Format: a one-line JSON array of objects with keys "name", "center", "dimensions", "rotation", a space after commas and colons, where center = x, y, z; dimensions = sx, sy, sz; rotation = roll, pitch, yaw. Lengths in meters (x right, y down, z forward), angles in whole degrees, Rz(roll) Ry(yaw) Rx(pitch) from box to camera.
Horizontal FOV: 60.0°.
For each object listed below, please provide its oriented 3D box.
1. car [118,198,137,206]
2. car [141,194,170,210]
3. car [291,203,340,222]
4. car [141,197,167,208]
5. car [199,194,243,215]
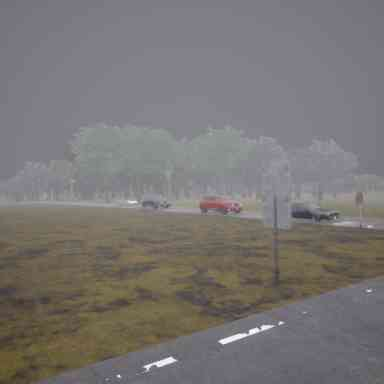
[{"name": "car", "center": [-12.151, 1.847, 61.888], "dimensions": [1.895, 1.301, 4.718], "rotation": [-2, 0, -36]}, {"name": "car", "center": [-5.255, 1.376, 47.476], "dimensions": [2.150, 2.045, 5.566], "rotation": [-2, 2, -36]}, {"name": "car", "center": [9.259, 1.603, 27.350], "dimensions": [2.033, 1.411, 5.357], "rotation": [-2, 1, -36]}, {"name": "car", "center": [-6.227, 1.630, 53.765], "dimensions": [2.128, 1.511, 4.902], "rotation": [-2, 1, -35]}, {"name": "car", "center": [2.998, 1.303, 36.015], "dimensions": [2.150, 2.045, 5.566], "rotation": [-2, 1, -35]}]
